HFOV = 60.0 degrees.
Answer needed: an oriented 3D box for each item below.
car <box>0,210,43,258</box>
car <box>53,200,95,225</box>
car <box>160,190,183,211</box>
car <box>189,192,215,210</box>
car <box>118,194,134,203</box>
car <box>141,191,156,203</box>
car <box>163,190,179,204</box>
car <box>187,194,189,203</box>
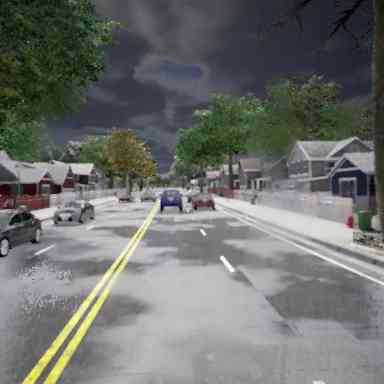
[{"bbox_3d":[-7.376,1.494,12.787,1.837,1.490,4.892,-1,1,-4],"label":"car"},{"bbox_3d":[-8.041,1.330,23.058,2.128,1.511,4.902,-1,1,-4],"label":"car"},{"bbox_3d":[-2.084,0.769,33.673,2.150,2.045,5.566,-1,1,-3],"label":"car"},{"bbox_3d":[1.109,0.845,34.652,2.097,1.767,4.553,-1,1,-4],"label":"car"},{"bbox_3d":[-9.666,0.911,49.146,1.895,1.301,4.718,-1,1,-4],"label":"car"},{"bbox_3d":[-6.430,0.623,49.413,2.097,1.767,4.553,-1,1,-4],"label":"car"},{"bbox_3d":[-2.982,0.622,47.185,2.097,1.767,4.553,-1,1,-3],"label":"car"},{"bbox_3d":[0.267,0.733,47.340,1.837,1.490,4.892,-1,1,-3],"label":"car"}]
